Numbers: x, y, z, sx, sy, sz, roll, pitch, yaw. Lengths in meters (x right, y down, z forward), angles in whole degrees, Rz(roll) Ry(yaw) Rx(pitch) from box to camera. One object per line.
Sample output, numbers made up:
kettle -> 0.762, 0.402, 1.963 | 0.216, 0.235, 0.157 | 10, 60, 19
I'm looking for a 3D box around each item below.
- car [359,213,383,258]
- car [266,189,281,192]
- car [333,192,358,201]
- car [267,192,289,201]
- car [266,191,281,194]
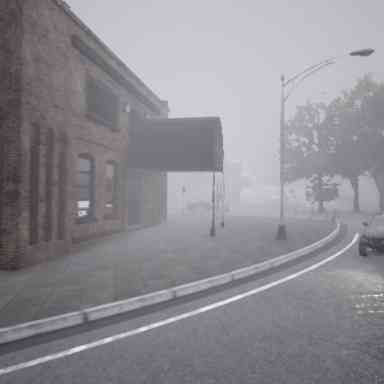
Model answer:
car -> 7.597, 1.503, 12.378 | 1.882, 1.535, 5.008 | 0, -1, 35
car -> 23.610, 0.914, 91.736 | 4.553, 1.767, 2.185 | -2, 4, -10
car -> 39.576, 1.458, 84.611 | 5.008, 1.535, 2.097 | 0, 4, -8
car -> 22.582, 1.451, 85.941 | 4.674, 1.452, 2.002 | -2, 3, -10
car -> 23.110, 1.254, 88.850 | 4.792, 1.488, 2.163 | -2, 3, -10
